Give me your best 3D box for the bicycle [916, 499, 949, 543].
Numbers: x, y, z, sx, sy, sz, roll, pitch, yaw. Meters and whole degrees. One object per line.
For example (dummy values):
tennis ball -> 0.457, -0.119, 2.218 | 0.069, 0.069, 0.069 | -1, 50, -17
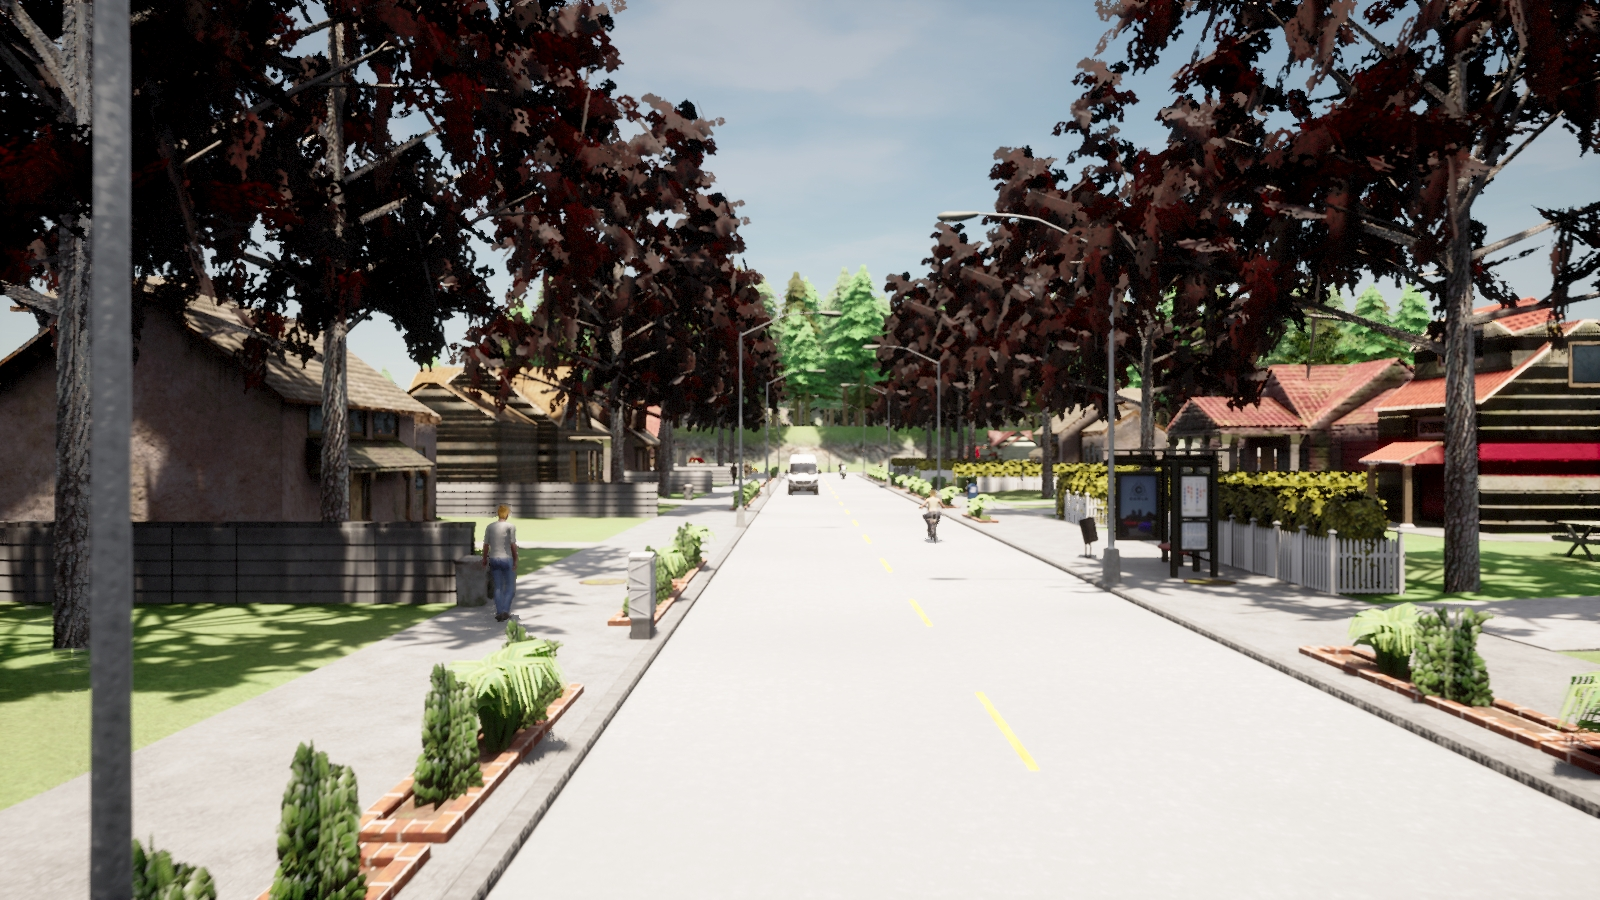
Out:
bicycle -> 4.114, 2.191, 35.506 | 0.859, 1.276, 1.487 | 0, 0, 0

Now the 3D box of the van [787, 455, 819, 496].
van -> 0.204, 1.602, 74.101 | 1.988, 2.561, 5.915 | 0, 0, 0

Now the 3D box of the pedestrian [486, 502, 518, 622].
pedestrian -> -4.717, 1.761, 18.074 | 0.375, 1.860, 0.375 | 0, 0, 9
